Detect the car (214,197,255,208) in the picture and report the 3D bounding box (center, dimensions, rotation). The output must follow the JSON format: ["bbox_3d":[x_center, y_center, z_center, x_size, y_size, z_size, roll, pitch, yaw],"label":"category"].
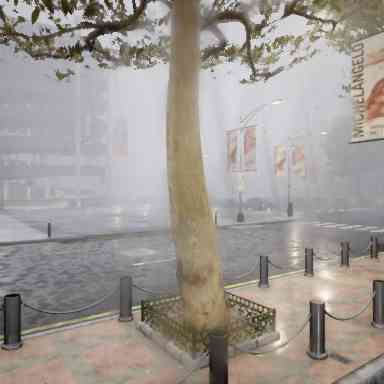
[{"bbox_3d":[5.971,1.551,47.452,2.033,1.411,5.357,0,0,-35],"label":"car"}]

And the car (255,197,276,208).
[{"bbox_3d":[9.815,1.509,48.055,1.837,1.490,4.892,0,0,-36],"label":"car"}]

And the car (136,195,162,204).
[{"bbox_3d":[-8.816,1.506,65.113,4.892,1.490,1.837,1,0,37],"label":"car"}]

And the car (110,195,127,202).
[{"bbox_3d":[-18.524,1.431,77.742,5.008,1.535,1.882,0,0,12],"label":"car"}]

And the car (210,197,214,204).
[{"bbox_3d":[4.161,1.551,55.994,2.033,1.411,5.357,0,0,-36],"label":"car"}]

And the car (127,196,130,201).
[{"bbox_3d":[-17.564,1.444,81.107,4.892,1.490,1.837,0,0,12],"label":"car"}]

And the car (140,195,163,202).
[{"bbox_3d":[-8.988,1.482,73.887,5.008,1.535,1.882,0,0,30],"label":"car"}]

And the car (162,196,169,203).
[{"bbox_3d":[-3.963,1.481,65.659,5.008,1.535,1.882,0,0,43],"label":"car"}]

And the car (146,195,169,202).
[{"bbox_3d":[-7.968,1.529,77.300,4.902,1.511,2.128,0,0,26],"label":"car"}]
